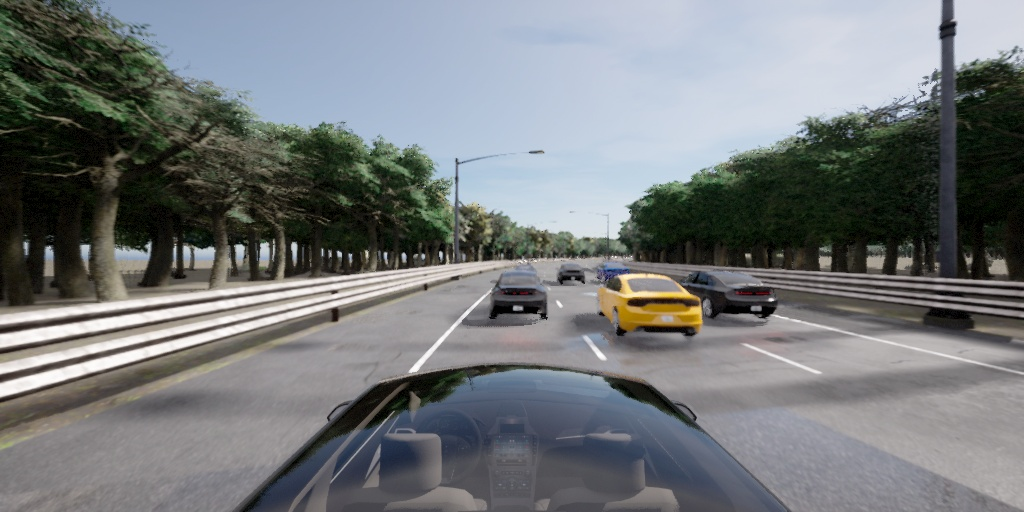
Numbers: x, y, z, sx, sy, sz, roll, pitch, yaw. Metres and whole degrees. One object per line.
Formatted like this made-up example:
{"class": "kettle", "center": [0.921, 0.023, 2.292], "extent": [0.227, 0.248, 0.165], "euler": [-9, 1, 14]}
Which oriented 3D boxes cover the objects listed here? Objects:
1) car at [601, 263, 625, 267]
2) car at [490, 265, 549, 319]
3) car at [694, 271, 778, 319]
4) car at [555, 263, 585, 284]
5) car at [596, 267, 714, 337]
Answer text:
{"class": "car", "center": [8.090, 1.284, 29.042], "extent": [1.882, 1.535, 5.008], "euler": [0, 0, 4]}
{"class": "car", "center": [0.273, 1.276, 12.961], "extent": [1.837, 1.490, 4.892], "euler": [0, 0, 2]}
{"class": "car", "center": [7.278, 1.286, 12.971], "extent": [1.837, 1.490, 4.892], "euler": [0, 0, 2]}
{"class": "car", "center": [4.485, 1.306, 27.722], "extent": [1.837, 1.490, 4.892], "euler": [0, 0, 4]}
{"class": "car", "center": [3.682, 1.248, 10.454], "extent": [1.882, 1.535, 5.008], "euler": [0, 0, 5]}
